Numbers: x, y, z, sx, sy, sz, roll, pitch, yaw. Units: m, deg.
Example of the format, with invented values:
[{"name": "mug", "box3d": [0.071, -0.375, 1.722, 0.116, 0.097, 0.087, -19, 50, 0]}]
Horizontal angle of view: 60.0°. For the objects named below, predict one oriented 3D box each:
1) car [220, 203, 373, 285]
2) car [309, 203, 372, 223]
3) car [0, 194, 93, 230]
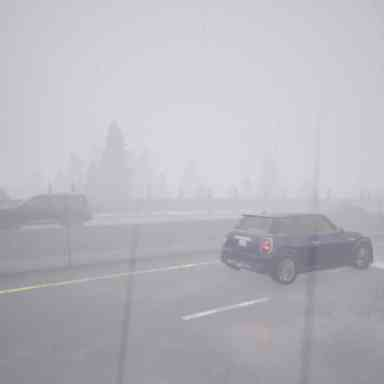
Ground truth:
[{"name": "car", "box3d": [3.116, 1.331, 9.577, 4.553, 1.767, 2.097, 0, 0, -31]}, {"name": "car", "box3d": [11.327, 1.551, 25.361, 4.181, 1.385, 1.994, 0, 0, -21]}, {"name": "car", "box3d": [-8.558, 1.132, 19.107, 5.566, 2.045, 2.150, 0, 0, -33]}]
